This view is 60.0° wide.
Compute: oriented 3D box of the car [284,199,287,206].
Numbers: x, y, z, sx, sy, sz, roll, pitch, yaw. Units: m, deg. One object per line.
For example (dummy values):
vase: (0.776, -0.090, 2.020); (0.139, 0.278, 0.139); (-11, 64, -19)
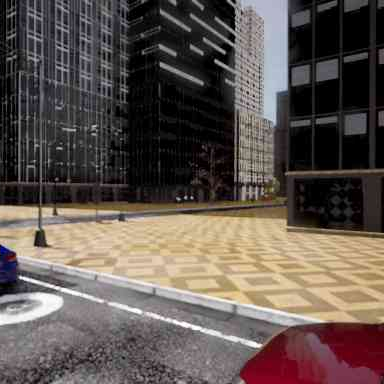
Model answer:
car: (19.157, 1.870, 63.476); (1.837, 1.490, 4.892); (0, 0, 37)

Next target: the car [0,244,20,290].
car: (-5.893, 1.554, 7.915); (4.674, 1.442, 1.812); (0, 0, 36)

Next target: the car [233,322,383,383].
car: (2.253, 1.561, 2.064); (4.181, 1.385, 1.994); (0, 0, 35)
